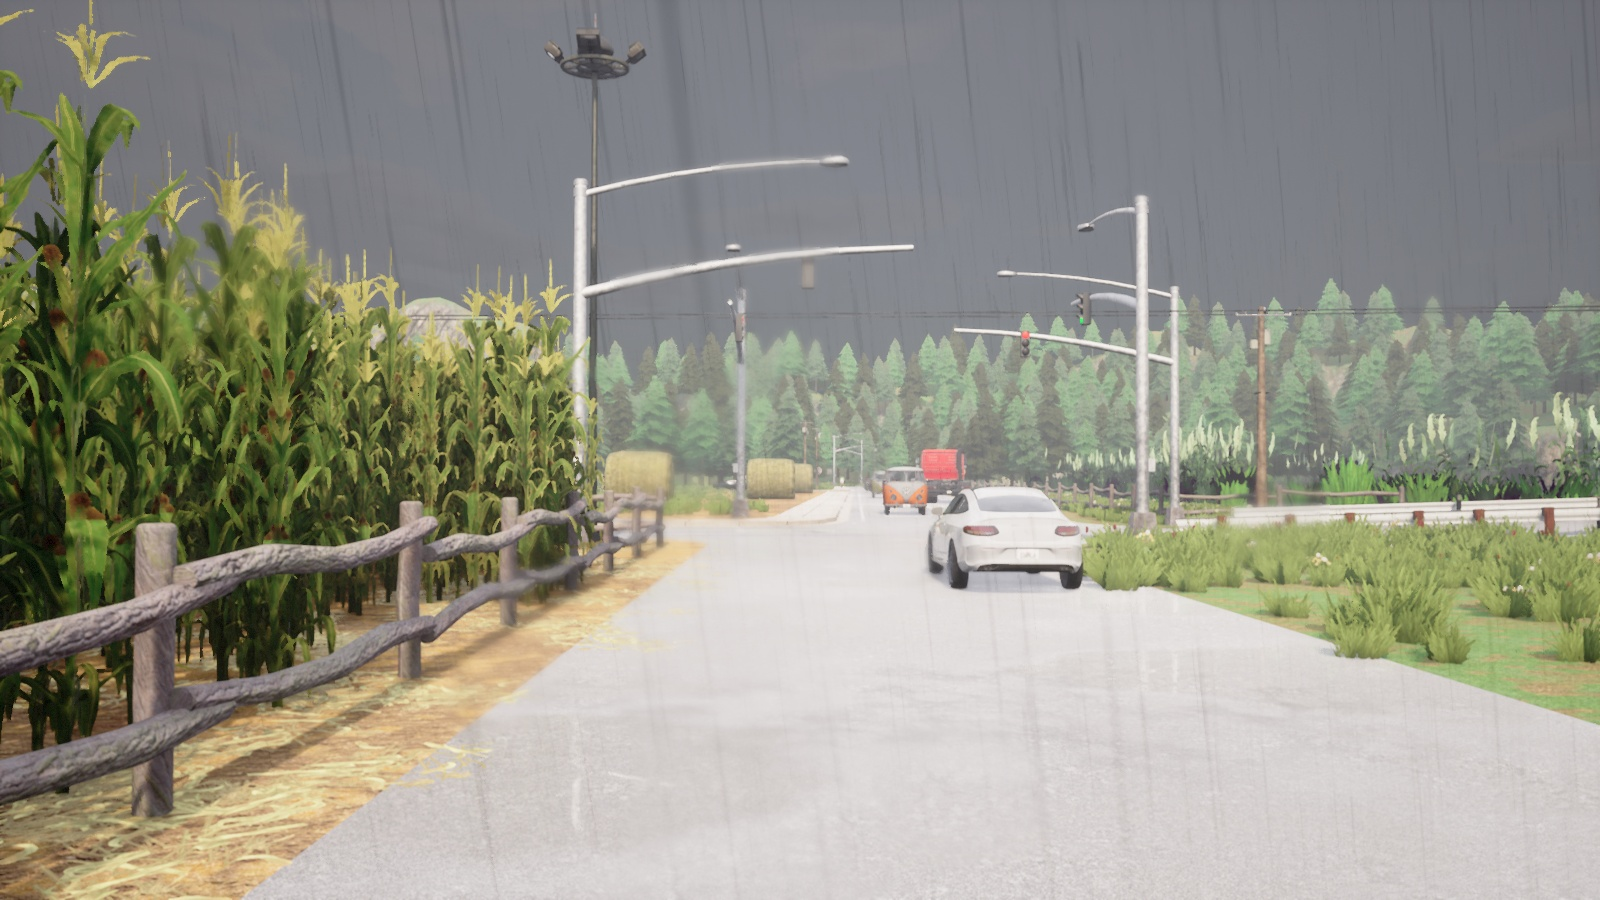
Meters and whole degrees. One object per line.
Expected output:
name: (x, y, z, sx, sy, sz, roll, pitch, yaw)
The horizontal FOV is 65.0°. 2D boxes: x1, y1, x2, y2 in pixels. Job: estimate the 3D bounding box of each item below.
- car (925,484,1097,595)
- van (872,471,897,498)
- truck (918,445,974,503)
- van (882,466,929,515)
car: (3.055, 1.257, 19.121, 1.812, 1.442, 4.674, 0, -1, 0)
van: (6.310, 2.586, 94.309, 1.775, 1.987, 4.442, 0, -1, 3)
truck: (9.108, 1.505, 79.027, 2.891, 3.462, 7.936, 0, -1, 3)
van: (4.396, 1.680, 52.675, 1.775, 1.987, 4.442, 0, -1, 3)
